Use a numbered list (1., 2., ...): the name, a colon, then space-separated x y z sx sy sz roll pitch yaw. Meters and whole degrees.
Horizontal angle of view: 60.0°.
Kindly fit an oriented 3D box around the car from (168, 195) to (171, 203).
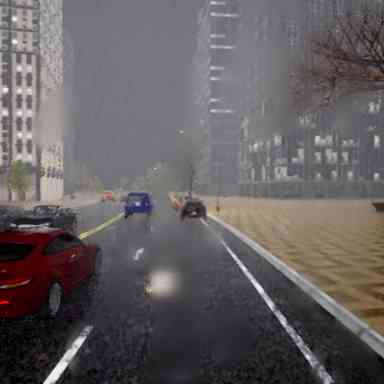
1. car: -1.487 1.057 41.555 2.097 1.767 4.553 0 0 -7

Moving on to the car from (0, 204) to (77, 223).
1. car: -7.061 1.379 16.305 2.128 1.511 4.902 0 0 -3

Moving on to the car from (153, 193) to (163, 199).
1. car: -7.749 0.866 74.780 1.812 1.442 4.674 0 0 -12

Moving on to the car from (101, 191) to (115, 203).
1. car: -14.858 0.824 59.085 2.150 2.045 5.566 0 0 -9

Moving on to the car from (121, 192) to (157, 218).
1. car: -4.335 1.025 27.903 2.150 2.045 5.566 0 0 -4

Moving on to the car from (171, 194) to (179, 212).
1. car: -0.838 1.099 35.495 2.097 1.767 4.553 0 0 -6

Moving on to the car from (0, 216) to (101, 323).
1. car: -3.292 1.476 7.011 1.812 1.442 4.674 0 0 -1

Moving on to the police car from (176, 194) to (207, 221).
1. police car: 0.016 1.242 25.512 1.930 1.638 5.238 0 0 -4

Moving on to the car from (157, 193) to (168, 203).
1. car: -4.761 1.123 58.630 1.812 1.442 4.674 0 0 -10
